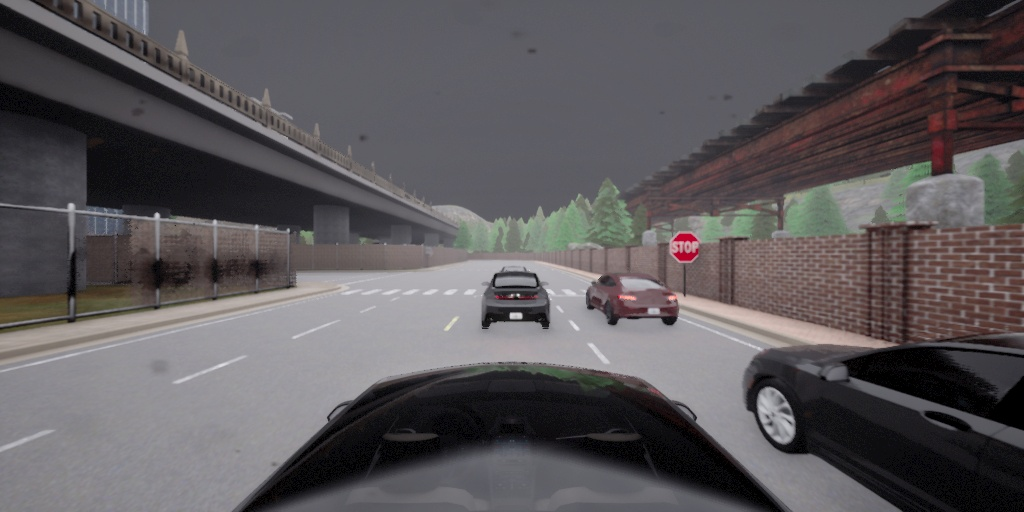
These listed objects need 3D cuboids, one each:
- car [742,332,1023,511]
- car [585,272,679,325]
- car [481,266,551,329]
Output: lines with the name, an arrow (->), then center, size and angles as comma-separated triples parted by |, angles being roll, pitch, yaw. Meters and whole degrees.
car -> 3.600, 1.252, 2.217 | 1.837, 1.490, 4.892 | 0, 0, 0
car -> 3.622, 1.230, 11.435 | 1.812, 1.442, 4.674 | 0, 0, 0
car -> 0.101, 1.210, 11.092 | 1.837, 1.490, 4.892 | 0, 0, 0
